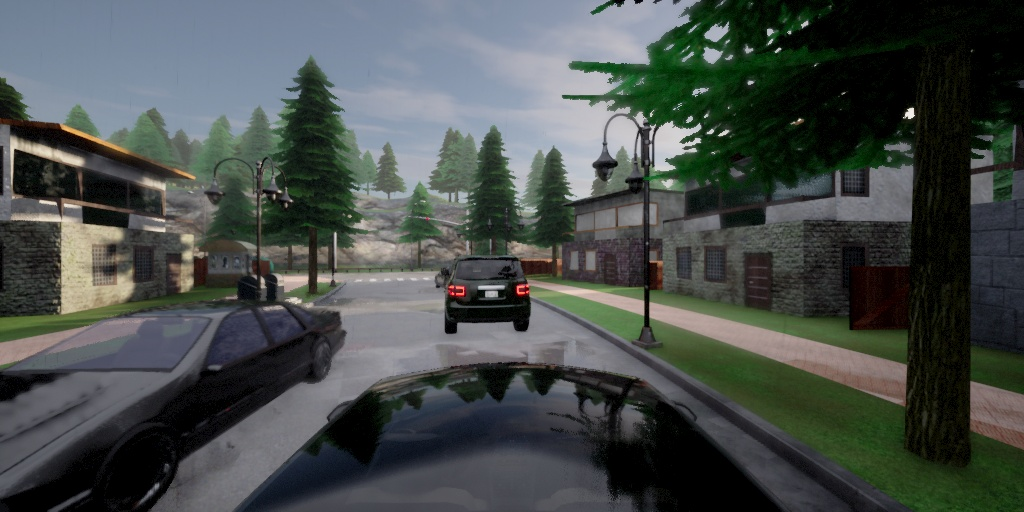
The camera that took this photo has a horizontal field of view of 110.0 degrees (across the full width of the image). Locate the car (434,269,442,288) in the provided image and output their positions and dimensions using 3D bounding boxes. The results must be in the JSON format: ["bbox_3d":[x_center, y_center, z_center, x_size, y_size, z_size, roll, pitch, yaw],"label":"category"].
[{"bbox_3d":[-3.324,1.297,21.098,2.033,1.411,5.357,0,0,-21],"label":"car"}]

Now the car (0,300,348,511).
[{"bbox_3d":[-3.833,1.298,4.354,2.033,1.411,5.357,0,0,-4],"label":"car"}]

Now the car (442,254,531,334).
[{"bbox_3d":[-0.937,0.971,10.895,2.150,2.045,5.566,0,0,-10],"label":"car"}]
